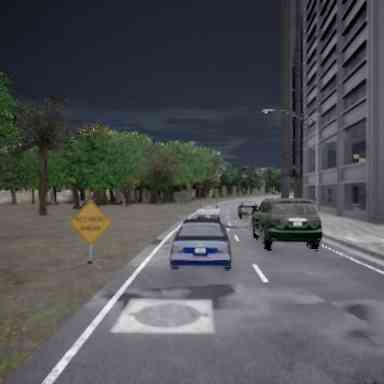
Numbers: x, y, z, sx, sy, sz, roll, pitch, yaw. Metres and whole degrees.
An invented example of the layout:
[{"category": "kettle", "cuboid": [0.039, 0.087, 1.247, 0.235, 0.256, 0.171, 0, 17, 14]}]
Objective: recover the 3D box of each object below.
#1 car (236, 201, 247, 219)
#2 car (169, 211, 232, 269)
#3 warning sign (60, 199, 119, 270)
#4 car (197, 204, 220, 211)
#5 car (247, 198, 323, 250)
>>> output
[{"category": "car", "cuboid": [5.183, 1.594, 30.705, 2.128, 1.511, 4.902, 0, 0, 6]}, {"category": "car", "cuboid": [0.338, 1.599, 11.293, 2.033, 1.411, 5.357, 0, 0, 3]}, {"category": "warning sign", "cuboid": [-2.872, 1.157, 9.456, 1.300, 1.860, 1.060, 0, 0, 2]}, {"category": "car", "cuboid": [1.542, 1.698, 29.538, 1.895, 1.301, 4.718, 0, 0, 6]}, {"category": "car", "cuboid": [4.016, 1.288, 14.872, 2.150, 2.045, 5.566, 0, 0, 3]}]
